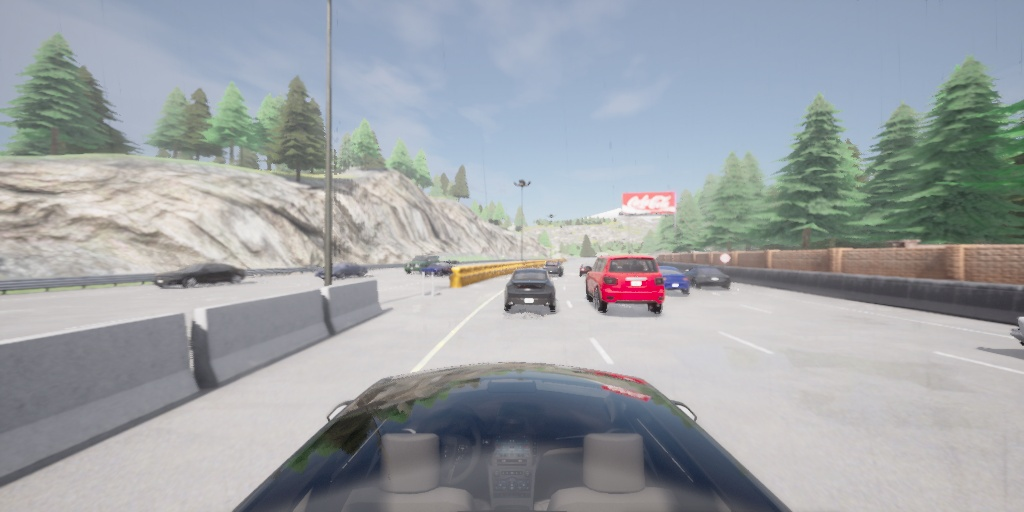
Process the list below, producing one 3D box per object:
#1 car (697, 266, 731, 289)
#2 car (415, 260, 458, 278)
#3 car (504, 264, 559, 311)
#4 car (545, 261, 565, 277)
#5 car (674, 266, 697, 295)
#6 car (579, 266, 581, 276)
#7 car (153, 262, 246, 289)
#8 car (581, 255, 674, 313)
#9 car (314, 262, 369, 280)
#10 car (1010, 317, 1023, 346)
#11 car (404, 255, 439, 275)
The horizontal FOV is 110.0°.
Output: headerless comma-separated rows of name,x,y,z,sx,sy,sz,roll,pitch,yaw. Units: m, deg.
car,12.461,1.348,23.419,1.994,1.385,4.181,0,0,9
car,-7.104,1.331,34.382,1.895,1.301,4.718,0,0,11
car,0.781,1.253,14.426,1.837,1.490,4.892,0,0,5
car,4.154,1.252,35.924,2.128,1.511,4.902,0,0,12
car,8.443,1.299,20.158,1.812,1.442,4.674,0,0,7
car,7.985,1.372,37.213,1.895,1.301,4.718,0,0,12
car,-19.643,1.174,22.832,1.882,1.535,5.008,0,0,8
car,4.249,0.983,14.269,2.150,2.045,5.566,0,0,5
car,-14.784,1.257,31.491,2.033,1.411,5.357,0,0,10
car,10.699,1.380,4.849,1.895,1.301,4.718,0,0,1
car,-9.675,0.947,39.330,2.150,2.045,5.566,0,0,12
